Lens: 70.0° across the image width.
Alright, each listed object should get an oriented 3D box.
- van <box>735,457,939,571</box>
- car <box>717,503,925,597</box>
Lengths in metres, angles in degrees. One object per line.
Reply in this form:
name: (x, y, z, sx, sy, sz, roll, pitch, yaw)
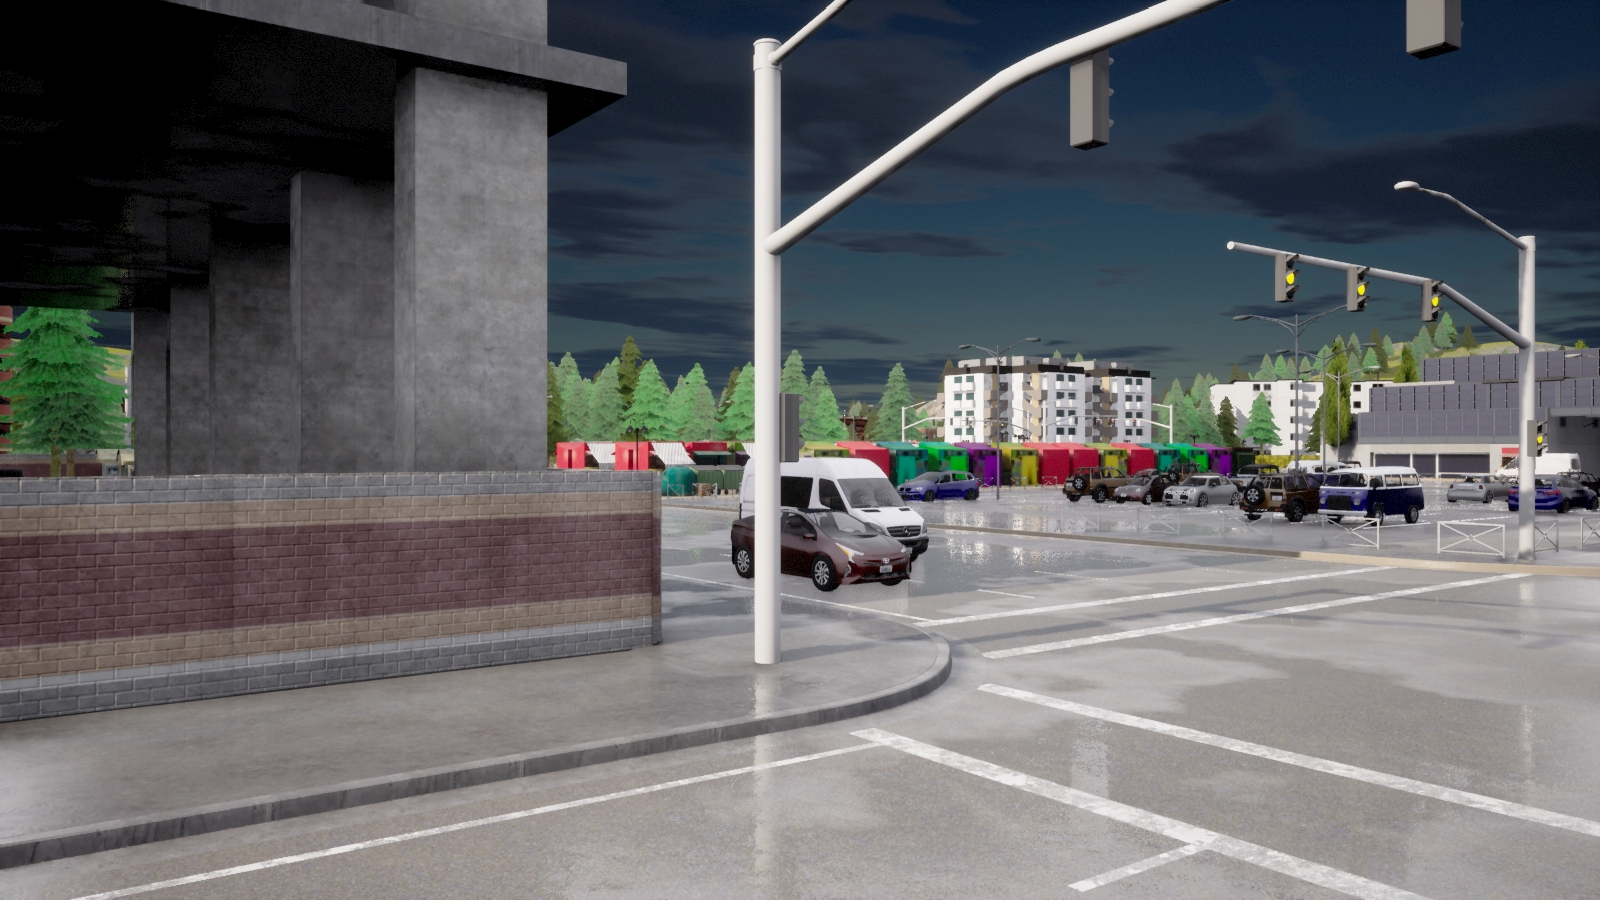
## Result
van: (0.780, 1.479, 29.066, 1.988, 2.561, 5.915, 0, 0, -36)
car: (0.324, 1.984, 23.786, 2.007, 1.525, 4.514, 0, 0, -36)
